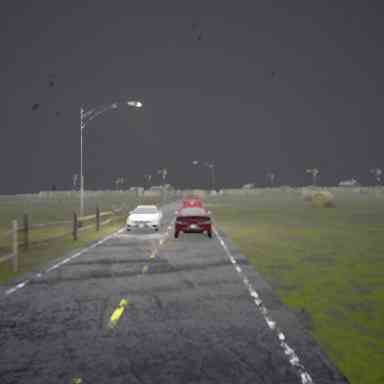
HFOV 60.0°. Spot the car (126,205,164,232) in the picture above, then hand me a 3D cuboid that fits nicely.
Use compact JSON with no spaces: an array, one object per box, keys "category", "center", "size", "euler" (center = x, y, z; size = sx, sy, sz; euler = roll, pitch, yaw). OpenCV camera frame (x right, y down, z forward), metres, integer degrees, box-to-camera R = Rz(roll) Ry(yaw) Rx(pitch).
[{"category":"car","center":[-2.789,1.550,20.501],"size":[1.812,1.442,4.674],"euler":[0,0,0]}]

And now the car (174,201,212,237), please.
[{"category":"car","center":[0.059,1.497,18.302],"size":[1.882,1.535,5.008],"euler":[0,0,0]}]

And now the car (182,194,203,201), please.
[{"category":"car","center":[0.021,1.262,37.568],"size":[2.150,2.045,5.566],"euler":[0,0,0]}]
